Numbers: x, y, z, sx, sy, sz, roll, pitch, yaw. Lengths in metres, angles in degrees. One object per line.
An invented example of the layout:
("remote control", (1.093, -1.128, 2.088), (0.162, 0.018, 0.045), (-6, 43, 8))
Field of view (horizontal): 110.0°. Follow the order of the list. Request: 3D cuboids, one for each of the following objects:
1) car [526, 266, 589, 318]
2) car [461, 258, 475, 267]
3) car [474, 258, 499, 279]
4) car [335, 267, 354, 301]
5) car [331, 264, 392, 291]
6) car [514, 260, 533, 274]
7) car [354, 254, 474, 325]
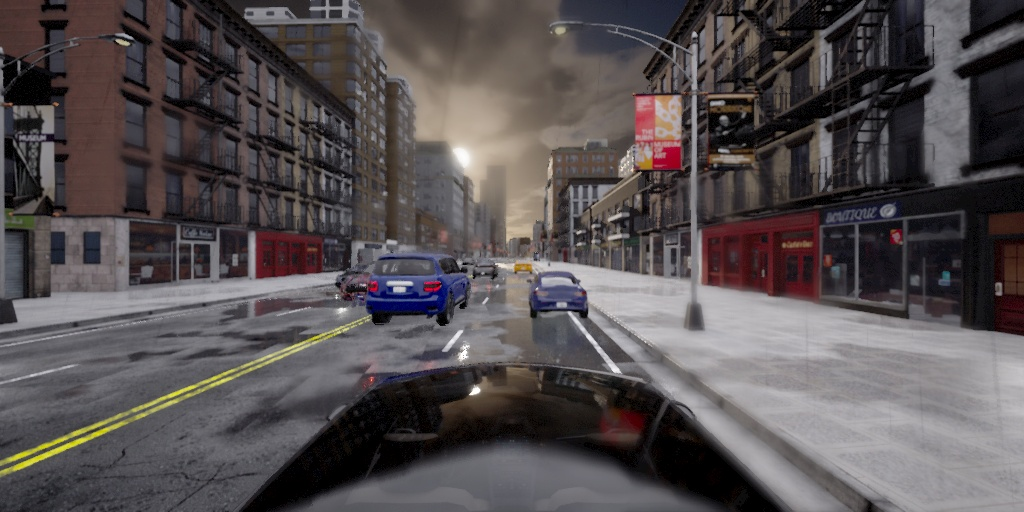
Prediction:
("car", (1.520, 1.252, 12.729), (1.812, 1.442, 4.674), (0, 0, 2))
("car", (-7.866, 1.096, 64.696), (1.837, 1.490, 4.892), (0, 1, 2))
("car", (-2.225, 1.171, 30.891), (2.128, 1.511, 4.902), (0, 0, 2))
("car", (-6.098, 1.065, 16.864), (2.097, 1.767, 4.553), (0, 0, 2))
("car", (-9.185, 1.262, 22.316), (1.994, 1.385, 4.181), (0, 0, 2))
("car", (1.239, 1.138, 39.272), (1.882, 1.535, 5.008), (0, 0, 2))
("car", (-2.795, 0.948, 11.846), (2.150, 2.045, 5.566), (0, 0, 2))
